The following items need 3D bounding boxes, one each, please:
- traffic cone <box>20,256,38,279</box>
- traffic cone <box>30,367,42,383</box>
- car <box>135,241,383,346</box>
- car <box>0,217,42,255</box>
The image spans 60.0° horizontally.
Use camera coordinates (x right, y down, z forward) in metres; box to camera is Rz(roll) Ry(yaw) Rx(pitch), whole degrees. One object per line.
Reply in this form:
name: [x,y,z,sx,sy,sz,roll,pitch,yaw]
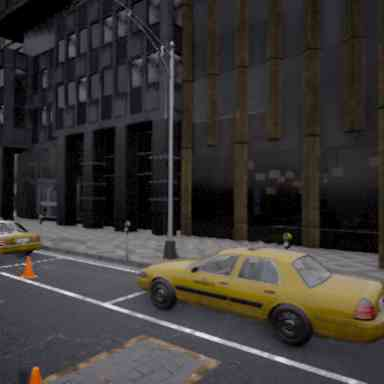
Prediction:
traffic cone: [-4.518,2.063,9.214,0.340,0.580,0.340,0,-1,37]
traffic cone: [-1.513,1.997,3.217,0.340,0.580,0.340,0,-1,37]
car: [0.987,1.631,6.396,4.829,1.417,1.752,0,-1,37]
car: [-7.718,1.664,12.914,4.829,1.417,1.752,0,-1,37]
